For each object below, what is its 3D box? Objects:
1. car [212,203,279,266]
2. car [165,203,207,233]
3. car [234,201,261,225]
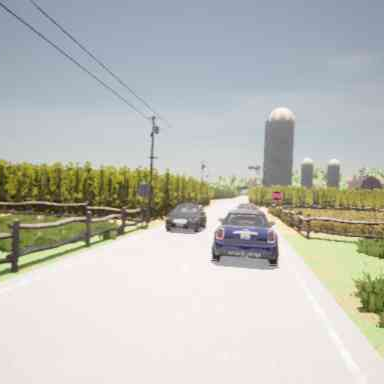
[{"bbox_3d":[2.007,1.421,12.366,2.097,1.767,4.553,3,0,10],"label":"car"},{"bbox_3d":[-0.223,1.446,19.503,2.128,1.511,4.902,3,0,10],"label":"car"},{"bbox_3d":[4.511,1.635,27.131,1.882,1.535,5.008,3,0,10],"label":"car"}]
